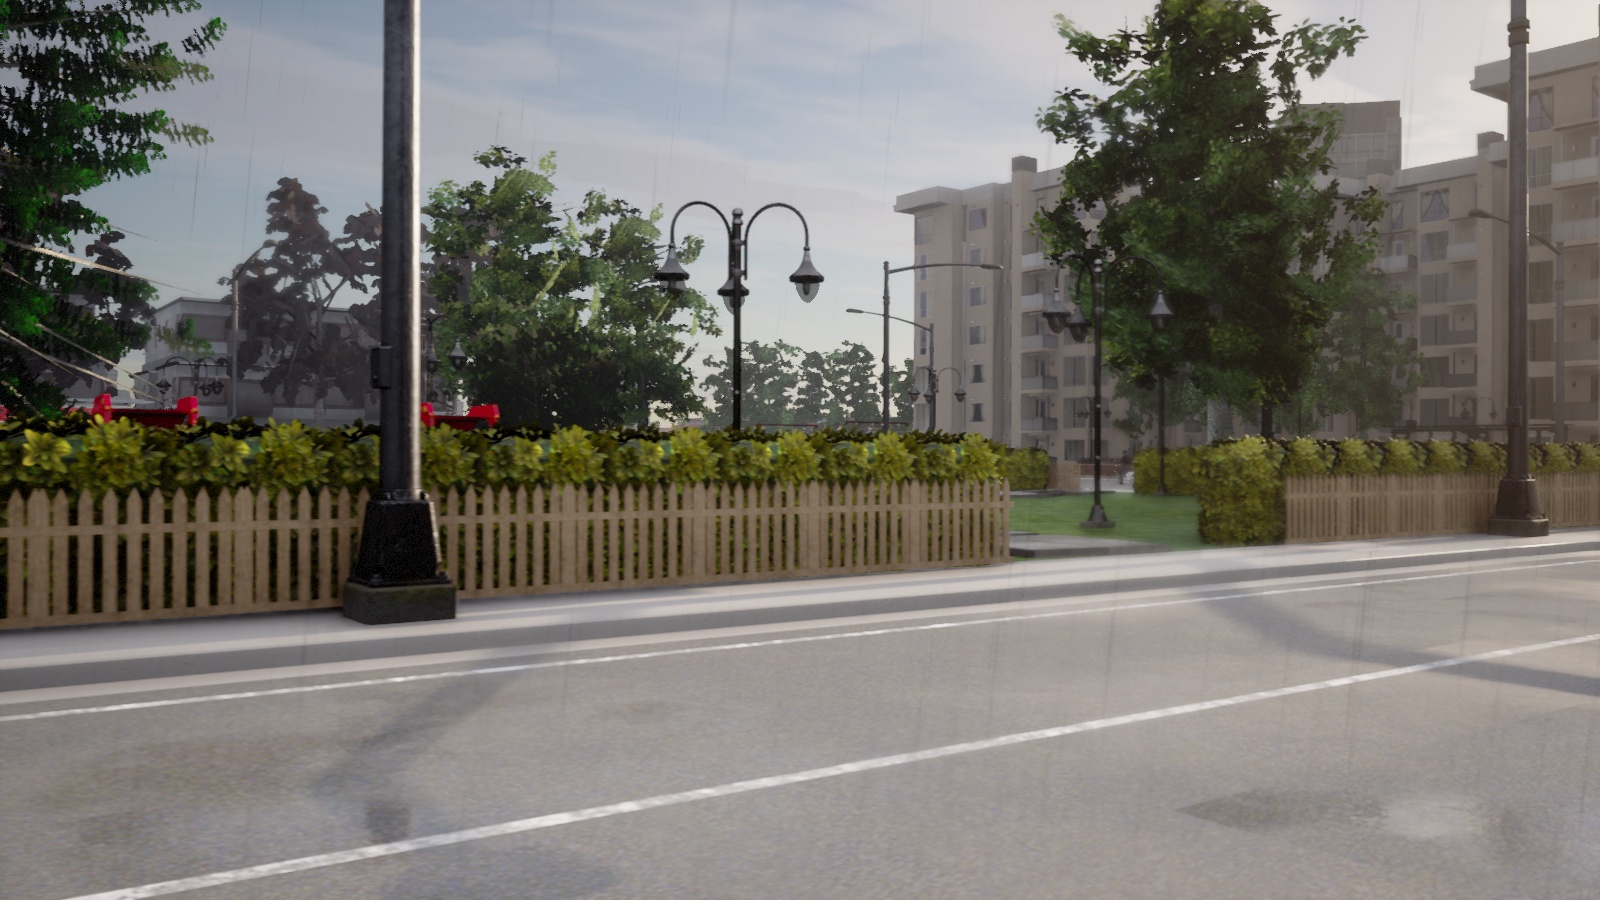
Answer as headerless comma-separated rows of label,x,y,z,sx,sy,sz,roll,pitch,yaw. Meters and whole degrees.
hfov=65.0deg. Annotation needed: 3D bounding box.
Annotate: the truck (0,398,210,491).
truck,-30.671,-0.210,54.823,8.468,3.827,2.891,0,0,-38
